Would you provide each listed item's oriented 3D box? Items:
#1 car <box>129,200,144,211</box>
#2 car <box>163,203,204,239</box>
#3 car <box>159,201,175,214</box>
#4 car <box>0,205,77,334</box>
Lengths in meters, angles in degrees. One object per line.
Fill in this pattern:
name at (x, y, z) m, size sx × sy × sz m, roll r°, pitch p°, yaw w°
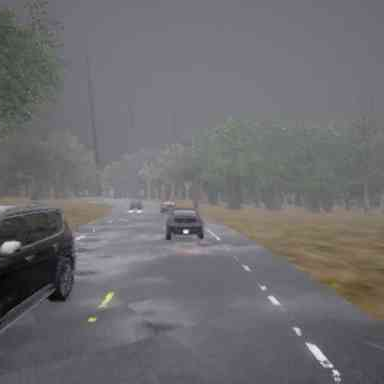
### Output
car at (-7.848, 1.811, 46.776) m, size 2.033 × 1.411 × 5.357 m, roll 0°, pitch 0°, yaw -10°
car at (-0.463, 1.580, 17.878) m, size 1.837 × 1.490 × 4.892 m, roll 0°, pitch 0°, yaw -4°
car at (-2.704, 1.712, 38.478) m, size 1.812 × 1.442 × 4.674 m, roll 0°, pitch 0°, yaw -9°
car at (-3.676, 1.274, 5.492) m, size 2.150 × 2.045 × 5.566 m, roll 0°, pitch -1°, yaw -1°
